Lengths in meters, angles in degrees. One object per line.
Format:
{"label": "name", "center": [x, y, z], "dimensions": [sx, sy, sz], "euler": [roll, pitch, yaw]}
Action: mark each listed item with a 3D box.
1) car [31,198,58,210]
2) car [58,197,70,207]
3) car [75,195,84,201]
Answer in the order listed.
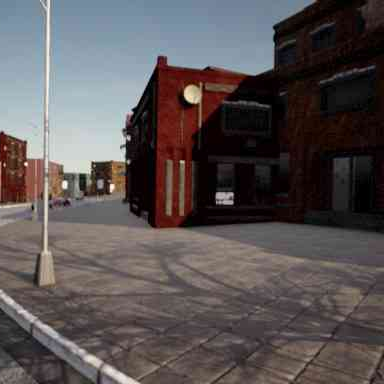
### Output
{"label": "car", "center": [-19.127, 1.573, 42.751], "dimensions": [1.994, 1.385, 4.181], "euler": [1, 0, -9]}
{"label": "car", "center": [-20.976, 1.562, 53.691], "dimensions": [1.812, 1.442, 4.674], "euler": [1, 0, -9]}
{"label": "car", "center": [-30.651, 1.620, 90.614], "dimensions": [2.033, 1.411, 5.357], "euler": [1, 0, -9]}
